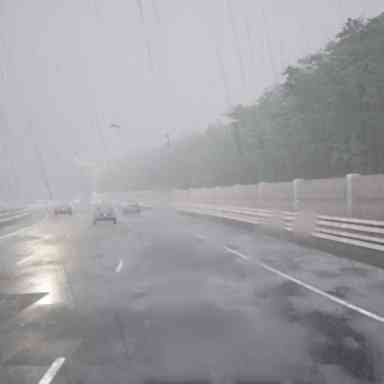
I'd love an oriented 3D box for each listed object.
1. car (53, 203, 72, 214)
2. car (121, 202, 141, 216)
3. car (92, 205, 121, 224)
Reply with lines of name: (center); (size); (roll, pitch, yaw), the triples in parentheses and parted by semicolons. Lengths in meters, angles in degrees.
car: (-16.773, 2.124, 43.050); (1.994, 1.385, 4.181); (0, -1, -25)
car: (-7.209, 1.899, 38.426); (2.128, 1.511, 4.902); (0, -1, -21)
car: (-7.441, 1.874, 28.279); (2.033, 1.411, 5.357); (-1, 0, -16)
